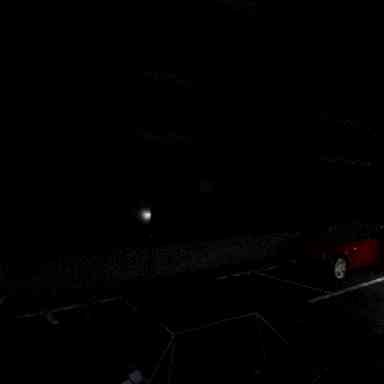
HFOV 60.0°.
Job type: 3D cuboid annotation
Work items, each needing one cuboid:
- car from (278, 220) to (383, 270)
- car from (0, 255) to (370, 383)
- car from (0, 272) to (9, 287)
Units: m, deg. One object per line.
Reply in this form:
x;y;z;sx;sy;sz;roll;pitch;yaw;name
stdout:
4.469;1.557;9.948;4.507;1.381;1.887;0;1;-36;car
-0.421;1.603;3.076;4.718;1.301;1.895;0;0;-36;car
-4.450;1.545;3.573;4.507;1.381;1.887;0;1;-36;car
